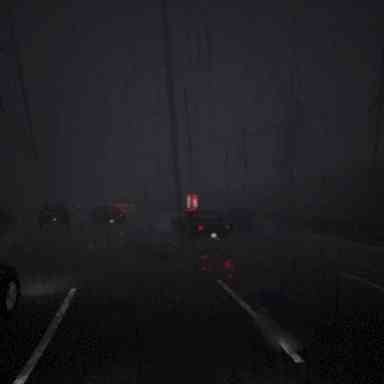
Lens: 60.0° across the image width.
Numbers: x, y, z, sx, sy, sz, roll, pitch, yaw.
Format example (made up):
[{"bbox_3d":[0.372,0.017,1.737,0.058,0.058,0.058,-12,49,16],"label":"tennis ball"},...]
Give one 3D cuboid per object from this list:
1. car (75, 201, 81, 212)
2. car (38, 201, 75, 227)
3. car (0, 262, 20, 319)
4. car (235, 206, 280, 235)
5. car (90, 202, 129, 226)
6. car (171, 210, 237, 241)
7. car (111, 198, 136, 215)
[{"bbox_3d":[-14.790,1.681,39.730,1.895,1.301,4.718,0,0,-32],"label":"car"},{"bbox_3d":[-9.714,1.544,23.397,2.128,1.511,4.902,0,0,-24],"label":"car"},{"bbox_3d":[-3.951,1.525,4.434,1.837,1.490,4.892,0,0,-8],"label":"car"},{"bbox_3d":[3.226,1.512,18.927,1.812,1.442,4.674,0,0,-17],"label":"car"},{"bbox_3d":[-6.209,1.636,24.063,1.895,1.301,4.718,0,0,-24],"label":"car"},{"bbox_3d":[0.299,1.601,16.713,1.895,1.301,4.718,0,0,-17],"label":"car"},{"bbox_3d":[-7.465,1.394,34.360,2.097,1.767,4.553,0,0,-29],"label":"car"}]
